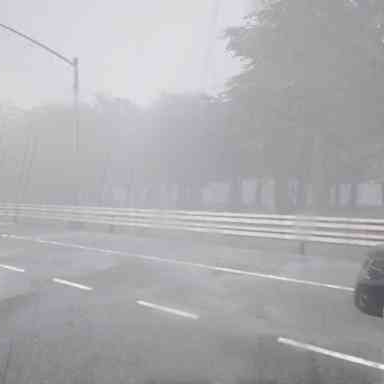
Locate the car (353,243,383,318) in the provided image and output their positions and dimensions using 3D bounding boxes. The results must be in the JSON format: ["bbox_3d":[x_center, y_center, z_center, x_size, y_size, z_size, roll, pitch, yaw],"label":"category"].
[{"bbox_3d":[5.259,1.222,4.417,5.566,2.045,2.150,0,0,36],"label":"car"}]
